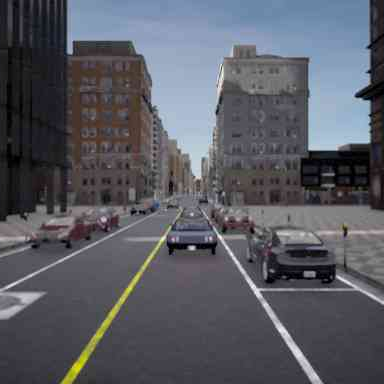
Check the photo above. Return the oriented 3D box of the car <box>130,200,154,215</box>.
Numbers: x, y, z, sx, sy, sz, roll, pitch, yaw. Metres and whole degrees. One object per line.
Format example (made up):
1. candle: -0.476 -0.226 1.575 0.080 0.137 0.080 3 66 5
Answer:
1. car: -5.852 1.901 37.940 1.947 1.339 4.313 0 0 0

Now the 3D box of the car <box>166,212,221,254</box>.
1. car: 0.004 1.732 14.103 1.895 1.301 4.718 0 0 0

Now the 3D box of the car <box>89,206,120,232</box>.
1. car: -5.855 1.632 21.022 1.967 1.590 4.097 0 -1 0

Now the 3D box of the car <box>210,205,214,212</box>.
1. car: 2.672 1.820 26.634 1.802 1.307 4.206 0 0 0

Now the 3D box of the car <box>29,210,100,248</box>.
1. car: -5.856 1.725 15.380 1.802 1.307 4.206 0 -1 0

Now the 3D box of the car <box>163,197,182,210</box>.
1. car: -2.995 1.966 52.429 1.837 1.490 4.892 0 -1 0

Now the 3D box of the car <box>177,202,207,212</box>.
1. car: 0.008 1.826 29.293 1.994 1.385 4.181 0 0 0

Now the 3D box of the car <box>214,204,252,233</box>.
1. car: 2.670 1.631 20.996 1.967 1.590 4.097 0 0 0

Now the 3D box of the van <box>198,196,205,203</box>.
1. van: 2.686 2.040 93.179 1.690 1.788 3.998 0 0 0

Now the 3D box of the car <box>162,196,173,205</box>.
1. car: -5.843 2.124 76.067 1.752 1.417 4.829 0 0 0

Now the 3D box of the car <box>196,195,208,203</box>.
1. car: 2.683 1.914 76.209 2.192 1.841 5.009 0 0 0

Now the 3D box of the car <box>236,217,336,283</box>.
1. car: 2.668 1.643 9.717 2.008 1.369 4.403 0 -1 0

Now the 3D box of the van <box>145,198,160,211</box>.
1. van: -5.850 1.771 49.223 1.690 1.788 3.998 0 0 0

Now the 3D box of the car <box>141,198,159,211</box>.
1. car: -5.851 1.699 43.582 2.192 1.841 5.009 0 0 0

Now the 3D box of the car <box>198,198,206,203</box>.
1. car: 2.685 2.211 87.520 1.887 1.381 4.507 0 0 0
